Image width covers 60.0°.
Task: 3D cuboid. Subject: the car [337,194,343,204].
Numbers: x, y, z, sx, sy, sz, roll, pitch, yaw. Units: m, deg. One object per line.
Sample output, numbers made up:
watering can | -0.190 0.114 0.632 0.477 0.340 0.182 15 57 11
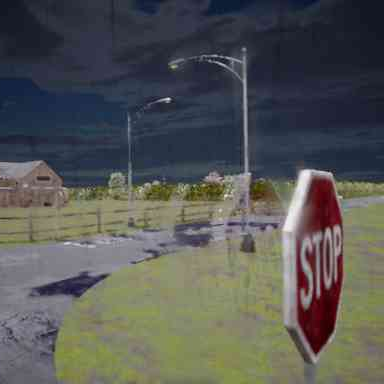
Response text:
car | 19.509 1.015 46.316 1.882 1.535 5.008 -1 0 37
